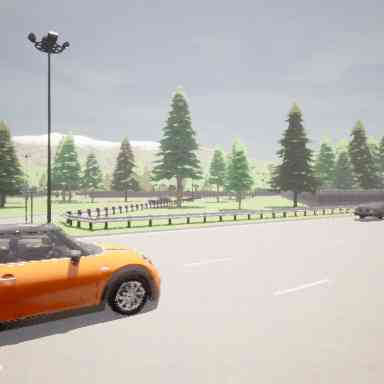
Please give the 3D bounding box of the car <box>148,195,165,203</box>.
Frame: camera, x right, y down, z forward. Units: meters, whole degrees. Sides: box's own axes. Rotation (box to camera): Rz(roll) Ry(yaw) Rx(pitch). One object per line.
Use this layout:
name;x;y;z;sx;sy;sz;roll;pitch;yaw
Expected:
car;-6.601;1.599;59.945;1.895;1.301;4.718;0;0;5

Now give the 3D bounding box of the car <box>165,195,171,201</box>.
car;-5.655;1.350;69.765;2.097;1.767;4.553;0;0;5

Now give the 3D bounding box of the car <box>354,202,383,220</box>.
car;15.653;1.545;27.767;5.357;1.411;2.033;0;0;-35

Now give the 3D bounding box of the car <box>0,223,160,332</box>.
car;-2.843;1.351;6.016;4.553;1.767;2.097;0;0;-35
